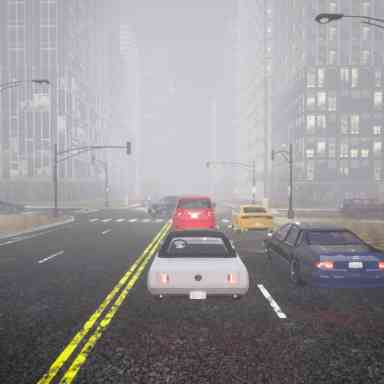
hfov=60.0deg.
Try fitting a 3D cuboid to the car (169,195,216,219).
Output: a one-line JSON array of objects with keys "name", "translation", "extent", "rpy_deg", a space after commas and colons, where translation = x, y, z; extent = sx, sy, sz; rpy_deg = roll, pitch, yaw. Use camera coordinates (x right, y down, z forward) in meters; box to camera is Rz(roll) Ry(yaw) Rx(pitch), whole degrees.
[{"name": "car", "translation": [0.119, 1.211, 18.059], "extent": [2.150, 2.045, 5.566], "rpy_deg": [0, 0, 0]}]

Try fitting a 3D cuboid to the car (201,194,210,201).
[{"name": "car", "translation": [3.337, 1.400, 82.011], "extent": [1.882, 1.535, 5.008], "rpy_deg": [0, 0, 0]}]

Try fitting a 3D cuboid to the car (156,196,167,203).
[{"name": "car", "translation": [-6.425, 1.491, 70.289], "extent": [1.994, 1.385, 4.181], "rpy_deg": [0, 0, 0]}]

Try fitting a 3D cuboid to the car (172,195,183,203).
[{"name": "car", "translation": [-3.175, 1.462, 71.497], "extent": [2.128, 1.511, 4.902], "rpy_deg": [0, 0, 0]}]

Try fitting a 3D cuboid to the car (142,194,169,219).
[{"name": "car", "translation": [-1.674, 1.269, 30.592], "extent": [2.150, 2.045, 5.566], "rpy_deg": [-1, 0, 35]}]

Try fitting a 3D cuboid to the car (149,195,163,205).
[{"name": "car", "translation": [-6.490, 1.429, 60.389], "extent": [1.882, 1.535, 5.008], "rpy_deg": [0, 0, -1]}]

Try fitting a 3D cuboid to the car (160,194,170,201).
[{"name": "car", "translation": [-6.415, 1.279, 80.589], "extent": [2.097, 1.767, 4.553], "rpy_deg": [0, 0, 0]}]

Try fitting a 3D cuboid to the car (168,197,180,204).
[{"name": "car", "translation": [-3.254, 1.551, 61.109], "extent": [1.895, 1.301, 4.718], "rpy_deg": [0, 0, 0]}]

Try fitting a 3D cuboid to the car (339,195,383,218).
[{"name": "car", "translation": [16.234, 1.517, 30.731], "extent": [5.009, 1.841, 2.192], "rpy_deg": [1, 0, 1]}]

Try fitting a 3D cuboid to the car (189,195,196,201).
[{"name": "car", "translation": [0.087, 1.446, 82.154], "extent": [1.812, 1.442, 4.674], "rpy_deg": [0, 0, 0]}]

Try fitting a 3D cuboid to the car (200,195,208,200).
[{"name": "car", "translation": [3.349, 1.444, 92.370], "extent": [2.033, 1.411, 5.357], "rpy_deg": [0, 0, 0]}]

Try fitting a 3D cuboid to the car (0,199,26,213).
[{"name": "car", "translation": [-19.357, 1.406, 33.943], "extent": [4.181, 1.385, 1.994], "rpy_deg": [1, 1, 1]}]

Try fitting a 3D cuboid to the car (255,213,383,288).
[{"name": "car", "translation": [3.364, 1.543, 9.327], "extent": [2.033, 1.411, 5.357], "rpy_deg": [0, 0, 0]}]

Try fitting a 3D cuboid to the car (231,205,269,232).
[{"name": "car", "translation": [3.374, 1.467, 19.146], "extent": [1.882, 1.535, 5.008], "rpy_deg": [0, 0, 1]}]

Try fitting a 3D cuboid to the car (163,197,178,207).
[{"name": "car", "translation": [-3.285, 1.526, 51.149], "extent": [1.994, 1.385, 4.181], "rpy_deg": [0, 0, 0]}]

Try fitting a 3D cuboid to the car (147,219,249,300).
[{"name": "car", "translation": [0.110, 1.597, 8.300], "extent": [1.895, 1.301, 4.718], "rpy_deg": [0, 0, 0]}]
